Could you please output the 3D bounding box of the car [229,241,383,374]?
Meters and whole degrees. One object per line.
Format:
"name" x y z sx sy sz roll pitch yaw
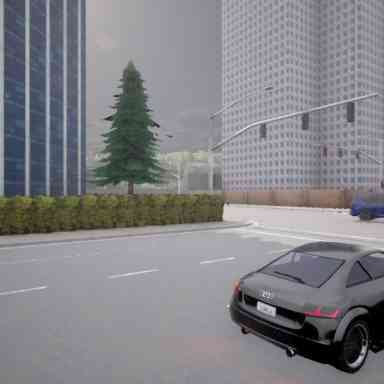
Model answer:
"car" 2.661 1.564 5.679 4.181 1.385 1.994 0 0 -35

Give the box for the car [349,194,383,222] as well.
"car" 14.685 1.221 24.601 5.566 2.045 2.150 0 1 34
